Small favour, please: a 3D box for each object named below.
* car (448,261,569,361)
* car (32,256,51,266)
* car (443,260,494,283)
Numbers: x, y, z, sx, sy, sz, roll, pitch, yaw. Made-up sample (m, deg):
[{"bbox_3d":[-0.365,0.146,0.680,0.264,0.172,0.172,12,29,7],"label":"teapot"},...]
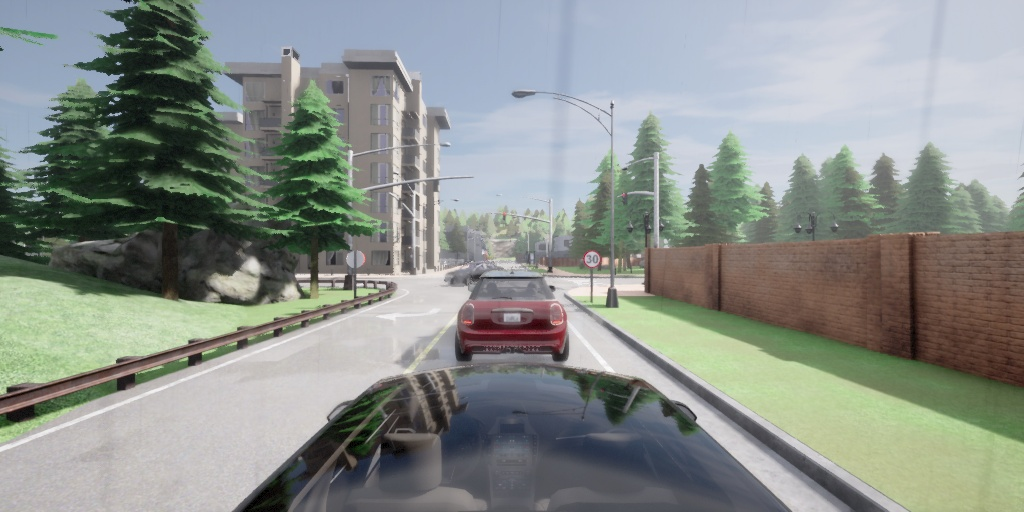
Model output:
[{"bbox_3d":[0.001,1.102,8.417,2.097,1.767,4.553,0,0,0],"label":"car"},{"bbox_3d":[-30.941,0.987,24.714,5.566,2.045,2.150,0,0,-1],"label":"car"},{"bbox_3d":[-2.546,1.238,24.773,2.128,1.511,4.902,-1,0,39],"label":"car"}]
